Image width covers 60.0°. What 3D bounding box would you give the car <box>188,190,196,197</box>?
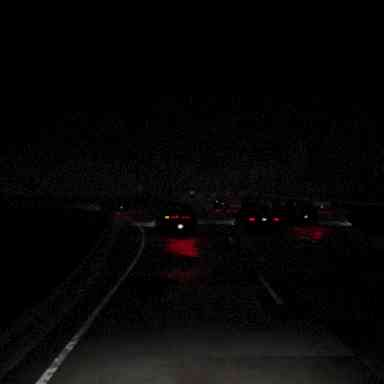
[{"bbox_3d":[0.017,0.355,94.437,2.150,2.045,5.566,0,0,0],"label":"car"}]

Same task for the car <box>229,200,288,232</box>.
[{"bbox_3d":[3.606,1.402,19.061,2.033,1.411,5.357,0,0,0],"label":"car"}]

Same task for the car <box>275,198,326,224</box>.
[{"bbox_3d":[7.104,1.317,23.109,2.128,1.511,4.902,0,1,0],"label":"car"}]

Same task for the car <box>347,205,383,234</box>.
[{"bbox_3d":[10.604,1.409,18.321,2.033,1.411,5.357,0,0,0],"label":"car"}]

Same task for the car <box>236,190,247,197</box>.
[{"bbox_3d":[14.017,0.354,94.434,2.150,2.045,5.566,0,0,0],"label":"car"}]

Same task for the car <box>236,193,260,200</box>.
[{"bbox_3d":[7.107,1.190,40.361,2.128,1.511,4.902,0,0,0],"label":"car"}]

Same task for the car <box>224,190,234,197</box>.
[{"bbox_3d":[10.517,0.354,94.435,2.150,2.045,5.566,0,0,0],"label":"car"}]

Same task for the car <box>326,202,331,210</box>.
[{"bbox_3d":[14.107,1.314,38.241,1.895,1.301,4.718,0,0,0],"label":"car"}]

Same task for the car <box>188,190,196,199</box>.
[{"bbox_3d":[0.015,0.892,83.991,2.128,1.511,4.902,0,0,0],"label":"car"}]

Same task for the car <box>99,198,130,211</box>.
[{"bbox_3d":[-8.622,1.329,36.542,1.895,1.301,4.718,0,0,-35],"label":"car"}]

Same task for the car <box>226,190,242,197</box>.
[{"bbox_3d":[10.515,0.591,84.017,2.150,2.045,5.566,0,0,0],"label":"car"}]

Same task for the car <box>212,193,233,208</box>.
[{"bbox_3d":[3.607,1.217,41.389,1.812,1.442,4.674,0,0,0],"label":"car"}]

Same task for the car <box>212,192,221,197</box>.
[{"bbox_3d":[7.017,0.655,94.408,2.128,1.511,4.902,0,0,0],"label":"car"}]

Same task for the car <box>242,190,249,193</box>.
[{"bbox_3d":[14.015,0.865,83.988,1.837,1.490,4.892,0,0,0],"label":"car"}]

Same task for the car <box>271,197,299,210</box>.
[{"bbox_3d":[10.608,1.315,38.241,1.895,1.301,4.718,0,0,0],"label":"car"}]

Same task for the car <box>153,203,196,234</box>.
[{"bbox_3d":[-1.012,1.365,18.324,1.837,1.490,4.892,1,0,-11],"label":"car"}]

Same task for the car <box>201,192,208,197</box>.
[{"bbox_3d":[3.517,0.654,94.408,1.812,1.442,4.674,0,0,0],"label":"car"}]

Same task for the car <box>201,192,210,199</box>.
[{"bbox_3d":[3.515,0.891,83.990,2.128,1.511,4.902,0,0,0],"label":"car"}]
